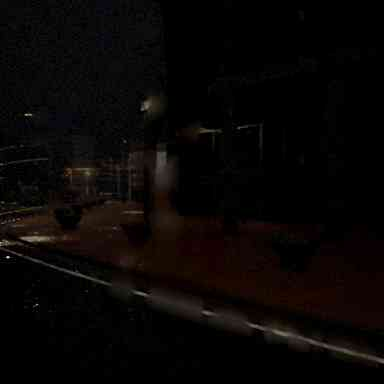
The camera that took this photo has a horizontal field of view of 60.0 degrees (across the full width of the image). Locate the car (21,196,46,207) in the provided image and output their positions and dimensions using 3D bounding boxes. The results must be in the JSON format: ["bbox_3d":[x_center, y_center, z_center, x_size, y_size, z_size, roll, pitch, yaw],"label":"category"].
[{"bbox_3d":[-21.648,1.225,45.628,2.033,1.411,5.357,0,0,-9],"label":"car"}]

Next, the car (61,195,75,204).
[{"bbox_3d":[-19.957,1.157,53.644,1.812,1.442,4.674,0,1,-20],"label":"car"}]
